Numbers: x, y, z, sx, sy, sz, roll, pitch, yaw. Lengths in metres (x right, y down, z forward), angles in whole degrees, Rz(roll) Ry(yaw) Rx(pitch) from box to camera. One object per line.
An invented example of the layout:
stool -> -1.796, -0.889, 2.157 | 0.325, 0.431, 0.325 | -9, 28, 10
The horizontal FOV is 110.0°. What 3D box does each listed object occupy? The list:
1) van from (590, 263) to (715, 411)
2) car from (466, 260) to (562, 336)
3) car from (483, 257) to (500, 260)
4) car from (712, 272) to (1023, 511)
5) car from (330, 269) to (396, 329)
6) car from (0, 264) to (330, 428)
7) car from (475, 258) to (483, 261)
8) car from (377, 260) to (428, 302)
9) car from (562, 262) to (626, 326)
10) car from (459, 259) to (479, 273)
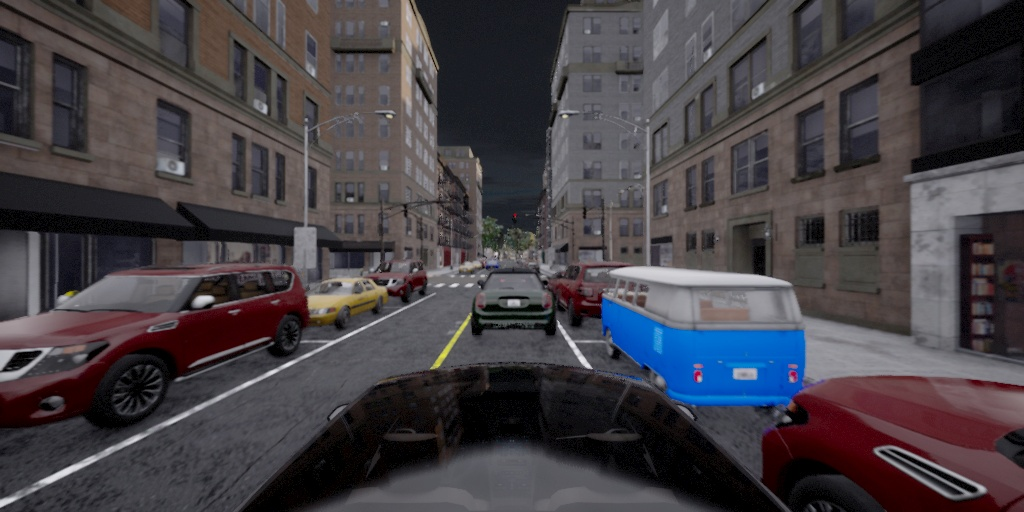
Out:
van -> 2.631, 1.099, 5.904 | 1.690, 1.789, 3.998 | 0, 0, 0
car -> 0.024, 1.121, 10.575 | 2.097, 1.767, 4.553 | 0, 0, -1
car -> -2.933, 1.329, 53.864 | 1.882, 1.535, 5.008 | 0, 0, 0
car -> 2.643, 1.062, 0.225 | 2.192, 1.841, 5.009 | 0, 0, 0
car -> -5.419, 1.294, 11.396 | 1.751, 1.417, 4.829 | 0, 0, 0
car -> -5.406, 1.072, 5.889 | 2.192, 1.841, 5.009 | 0, 0, 0
car -> -5.525, 1.379, 55.046 | 1.751, 1.417, 4.829 | 0, 0, 0
car -> -5.432, 1.094, 17.245 | 2.192, 1.841, 5.009 | 0, 0, 0
car -> 2.618, 1.084, 11.582 | 2.192, 1.841, 5.009 | 0, 0, 0
car -> -5.505, 1.357, 44.082 | 1.751, 1.417, 4.829 | 0, 0, 0
